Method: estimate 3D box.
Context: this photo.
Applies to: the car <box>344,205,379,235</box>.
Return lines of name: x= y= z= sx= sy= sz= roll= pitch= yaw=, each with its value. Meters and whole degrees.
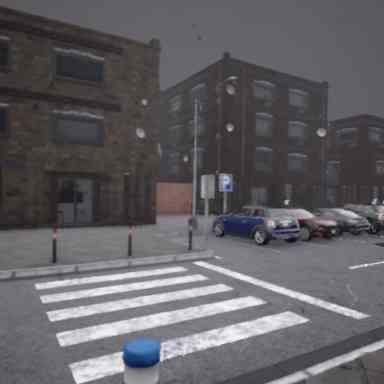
car: x=7.648 y=1.622 z=19.004 sx=2.002 sy=1.452 sz=4.674 roll=1 pitch=0 yaw=-31

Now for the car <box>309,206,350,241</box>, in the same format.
car: x=5.286 y=1.560 z=17.585 sx=2.097 sy=1.535 sz=5.008 roll=1 pitch=0 yaw=-31

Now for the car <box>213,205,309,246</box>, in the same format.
car: x=2.943 y=1.408 z=16.125 sx=2.185 sy=1.767 sz=4.553 roll=1 pitch=0 yaw=-31

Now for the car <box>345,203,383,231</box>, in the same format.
car: x=10.024 y=1.478 z=20.406 sx=2.185 sy=1.767 sz=4.553 roll=1 pitch=0 yaw=-31
